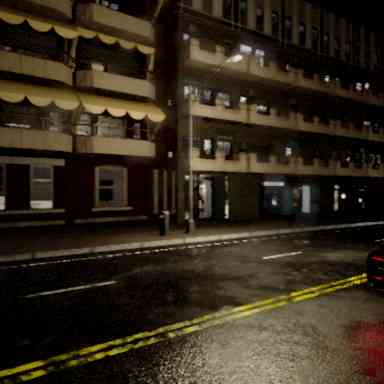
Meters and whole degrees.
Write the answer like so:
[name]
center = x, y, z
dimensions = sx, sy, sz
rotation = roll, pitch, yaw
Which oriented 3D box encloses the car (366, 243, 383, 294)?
[car]
center = 5.859, 1.508, 7.502
dimensions = 4.892, 1.490, 1.837
rotation = 0, 0, -34
